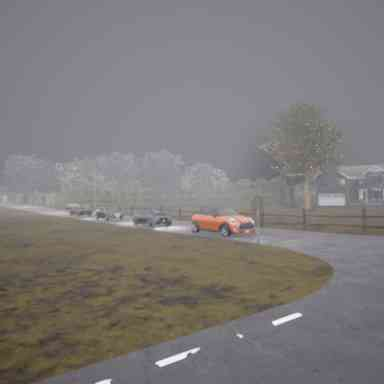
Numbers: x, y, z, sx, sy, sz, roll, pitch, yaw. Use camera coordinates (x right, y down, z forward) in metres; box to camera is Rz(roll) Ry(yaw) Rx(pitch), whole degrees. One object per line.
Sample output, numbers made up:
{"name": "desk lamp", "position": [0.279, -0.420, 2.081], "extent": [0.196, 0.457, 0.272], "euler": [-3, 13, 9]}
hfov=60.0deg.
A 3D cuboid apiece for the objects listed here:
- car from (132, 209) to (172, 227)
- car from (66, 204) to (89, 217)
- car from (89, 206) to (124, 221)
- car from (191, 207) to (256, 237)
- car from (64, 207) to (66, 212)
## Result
{"name": "car", "position": [-3.475, 2.197, 28.592], "extent": [1.994, 1.385, 4.181], "euler": [0, -1, -36]}
{"name": "car", "position": [-14.953, 2.638, 44.503], "extent": [1.895, 1.301, 4.718], "euler": [0, -1, -36]}
{"name": "car", "position": [-9.140, 2.334, 36.424], "extent": [2.128, 1.511, 4.902], "euler": [0, -1, -36]}
{"name": "car", "position": [1.908, 1.763, 21.145], "extent": [2.097, 1.767, 4.553], "euler": [0, -1, -36]}
{"name": "car", "position": [-20.554, 2.737, 57.204], "extent": [1.882, 1.535, 5.008], "euler": [0, -1, -36]}
